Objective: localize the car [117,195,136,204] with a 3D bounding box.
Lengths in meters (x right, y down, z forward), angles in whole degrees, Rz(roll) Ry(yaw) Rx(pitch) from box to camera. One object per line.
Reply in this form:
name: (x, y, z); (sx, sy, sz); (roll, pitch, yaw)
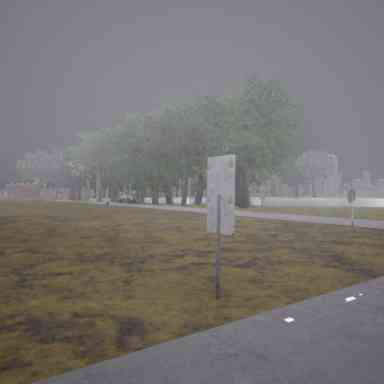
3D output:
car: (-11.862, 1.281, 60.124); (2.097, 1.767, 4.553); (1, -1, -35)
